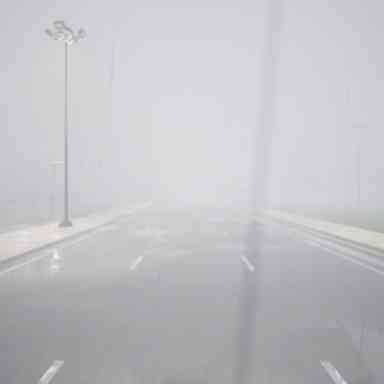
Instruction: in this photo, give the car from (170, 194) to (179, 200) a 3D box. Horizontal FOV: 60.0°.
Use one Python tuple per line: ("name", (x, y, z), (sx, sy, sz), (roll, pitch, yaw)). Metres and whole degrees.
("car", (-4.840, 1.457, 88.166), (1.895, 1.301, 4.718), (0, 0, 0))
